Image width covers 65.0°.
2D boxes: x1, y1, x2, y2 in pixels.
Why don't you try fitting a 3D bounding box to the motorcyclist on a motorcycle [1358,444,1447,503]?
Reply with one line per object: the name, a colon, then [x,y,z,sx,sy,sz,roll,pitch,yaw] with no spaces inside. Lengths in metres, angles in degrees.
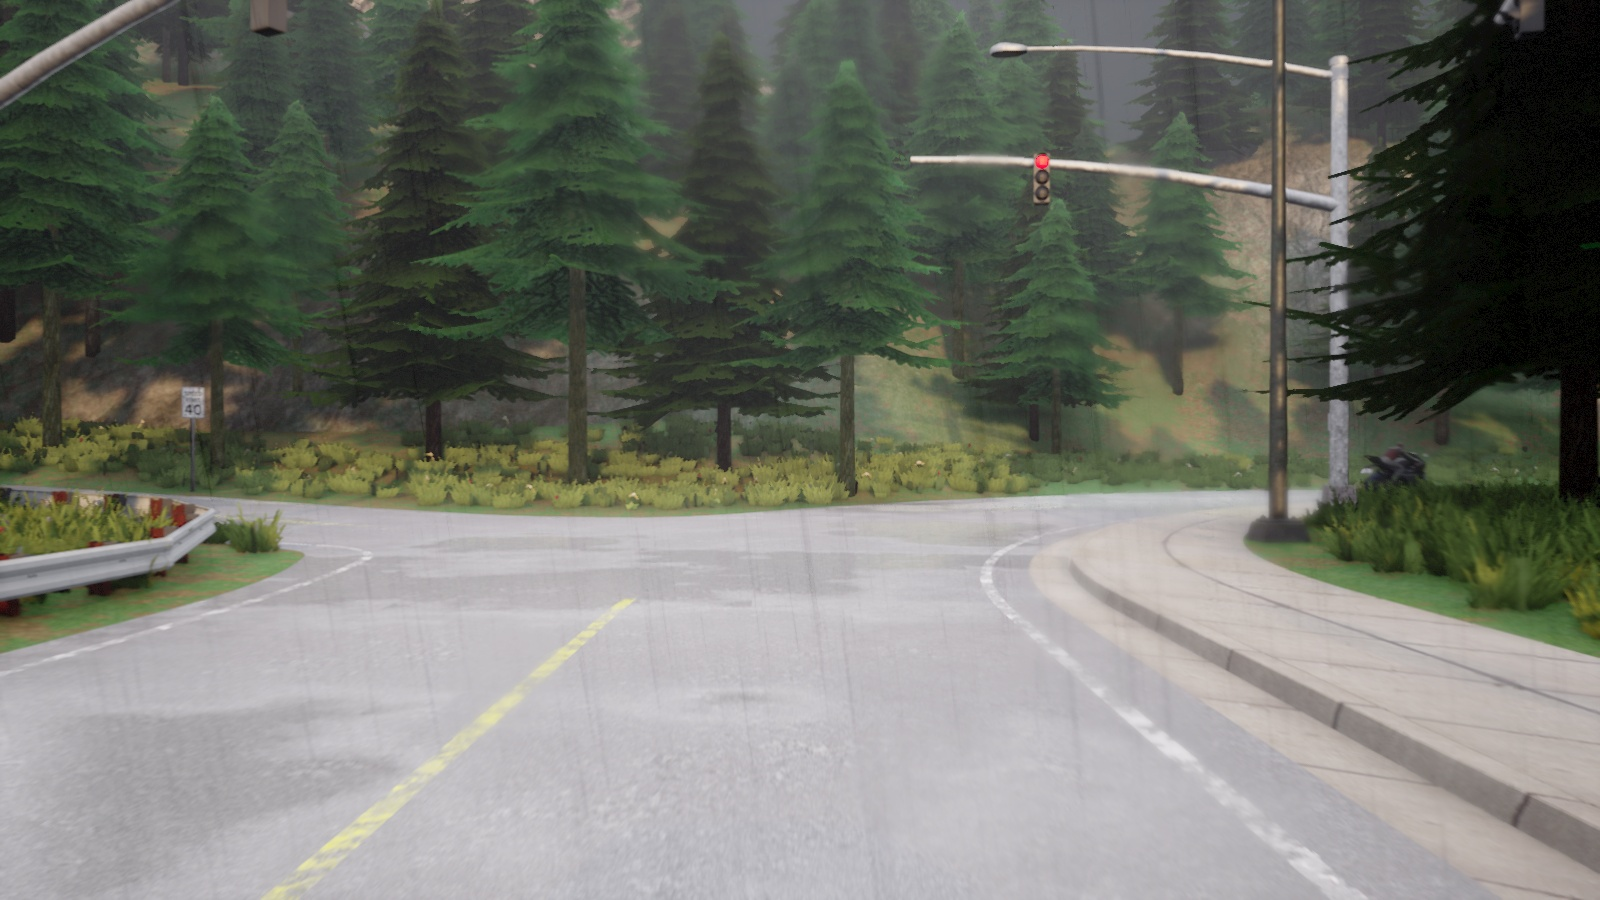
motorcyclist on a motorcycle: [16.054,0.606,33.450,2.191,1.530,0.866,0,1,-21]
